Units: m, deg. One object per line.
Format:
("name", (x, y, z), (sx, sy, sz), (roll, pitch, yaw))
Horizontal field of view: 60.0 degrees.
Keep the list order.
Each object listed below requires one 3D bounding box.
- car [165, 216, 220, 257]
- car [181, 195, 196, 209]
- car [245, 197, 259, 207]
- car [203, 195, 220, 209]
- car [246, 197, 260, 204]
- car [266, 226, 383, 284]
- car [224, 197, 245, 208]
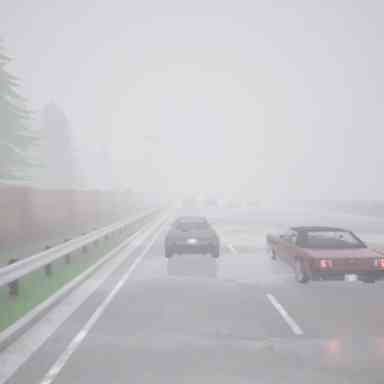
("car", (-0.011, 1.646, 13.283), (1.994, 1.385, 4.181), (0, 0, -1))
("car", (-0.507, 1.535, 51.148), (2.150, 2.045, 5.566), (0, 0, -1))
("car", (9.925, 1.785, 55.667), (1.812, 1.442, 4.674), (0, 0, -1))
("car", (2.981, 1.513, 51.951), (2.150, 2.045, 5.566), (0, 0, -1))
("car", (13.164, 1.872, 71.938), (2.033, 1.411, 5.357), (0, 0, -1))
("car", (3.528, 1.632, 9.616), (1.895, 1.301, 4.718), (0, 0, -1))
("car", (6.483, 1.828, 51.968), (1.994, 1.385, 4.181), (0, 0, -1))
